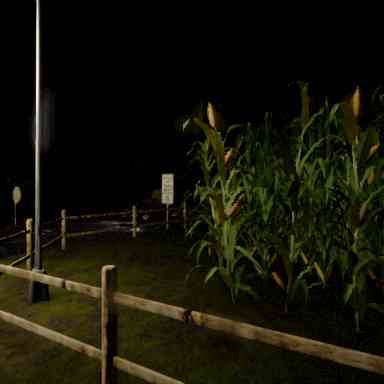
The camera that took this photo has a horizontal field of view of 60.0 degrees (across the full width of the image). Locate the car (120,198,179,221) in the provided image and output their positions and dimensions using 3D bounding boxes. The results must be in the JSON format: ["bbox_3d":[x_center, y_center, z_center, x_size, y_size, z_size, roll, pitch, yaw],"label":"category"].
[{"bbox_3d":[-2.918,1.197,23.896,1.837,1.490,4.892,0,1,39],"label":"car"}]

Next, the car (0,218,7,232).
[{"bbox_3d":[-10.981,1.480,14.602,4.718,1.301,1.895,-1,1,-42],"label":"car"}]
